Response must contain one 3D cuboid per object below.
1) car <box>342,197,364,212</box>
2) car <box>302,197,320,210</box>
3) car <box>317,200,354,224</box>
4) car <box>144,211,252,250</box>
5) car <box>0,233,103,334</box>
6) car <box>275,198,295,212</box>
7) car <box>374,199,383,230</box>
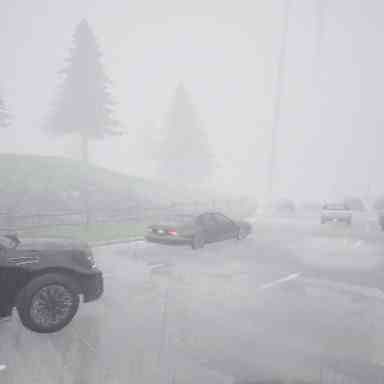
[{"bbox_3d":[17.208,1.327,36.255,2.128,1.511,4.902,0,0,13],"label":"car"},{"bbox_3d":[14.513,1.366,40.195,1.812,1.442,4.674,0,-1,12],"label":"car"},{"bbox_3d":[10.198,1.499,23.689,1.895,1.301,4.718,0,0,23],"label":"car"},{"bbox_3d":[0.480,1.509,14.189,2.033,1.411,5.357,0,0,41],"label":"car"},{"bbox_3d":[-4.250,1.227,5.040,5.566,2.045,2.150,-1,1,-36],"label":"car"},{"bbox_3d":[10.214,1.412,36.684,2.033,1.411,5.357,0,0,12],"label":"car"},{"bbox_3d":[12.183,1.392,19.783,2.128,1.511,4.902,0,0,27],"label":"car"}]
